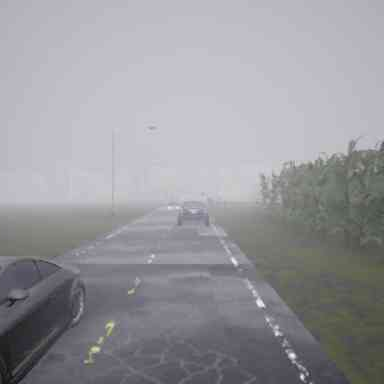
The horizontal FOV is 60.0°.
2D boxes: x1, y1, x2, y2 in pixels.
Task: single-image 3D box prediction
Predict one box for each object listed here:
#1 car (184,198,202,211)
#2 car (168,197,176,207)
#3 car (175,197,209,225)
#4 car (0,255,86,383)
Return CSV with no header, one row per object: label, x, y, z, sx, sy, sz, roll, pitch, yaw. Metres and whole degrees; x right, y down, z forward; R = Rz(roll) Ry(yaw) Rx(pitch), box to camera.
car,0.103,1.494,41.907,2.128,1.511,4.902,0,0,0
car,-2.749,1.555,53.183,2.033,1.411,5.357,0,0,0
car,0.102,1.351,24.096,2.097,1.767,4.553,0,0,0
car,-2.849,1.564,4.189,1.994,1.385,4.181,0,0,0
